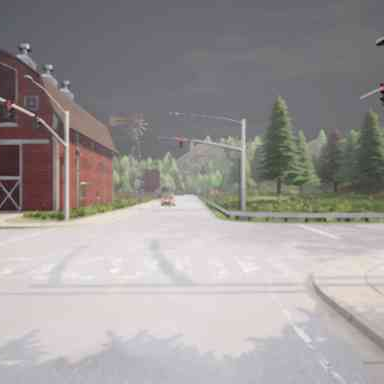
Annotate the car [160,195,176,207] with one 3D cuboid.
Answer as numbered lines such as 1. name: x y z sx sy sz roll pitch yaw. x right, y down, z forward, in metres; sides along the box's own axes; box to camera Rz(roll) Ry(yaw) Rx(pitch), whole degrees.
1. car: -3.561 1.309 50.015 2.097 1.767 4.553 0 0 0
